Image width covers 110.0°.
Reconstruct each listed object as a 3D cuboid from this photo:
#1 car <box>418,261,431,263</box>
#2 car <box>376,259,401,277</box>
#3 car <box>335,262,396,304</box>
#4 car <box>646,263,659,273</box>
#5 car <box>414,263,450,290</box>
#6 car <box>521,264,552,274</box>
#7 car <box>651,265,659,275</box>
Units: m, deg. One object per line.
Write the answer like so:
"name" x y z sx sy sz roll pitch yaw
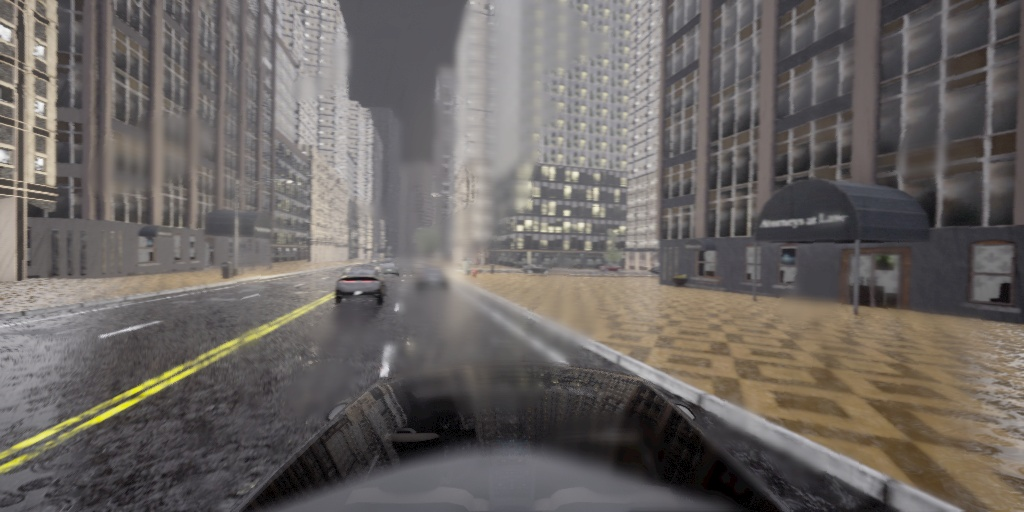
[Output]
"car" -9.326 1.264 37.946 2.128 1.511 4.902 1 0 -14
"car" -12.010 1.281 35.391 1.994 1.385 4.181 1 0 -16
"car" -6.523 1.204 15.991 2.128 1.511 4.902 1 0 -16
"car" 25.379 2.396 60.012 4.892 1.490 1.837 2 0 -16
"car" -5.085 1.333 22.785 1.994 1.385 4.181 1 0 -16
"car" 3.482 1.866 50.597 4.403 1.370 2.007 0 0 -16
"car" 25.076 2.482 57.130 4.313 1.339 1.948 0 0 -16
